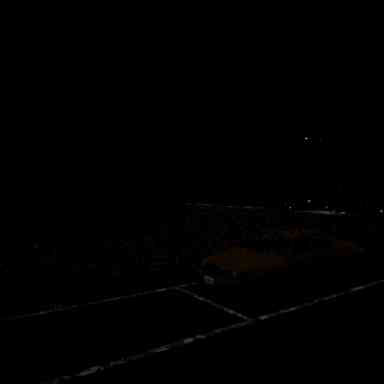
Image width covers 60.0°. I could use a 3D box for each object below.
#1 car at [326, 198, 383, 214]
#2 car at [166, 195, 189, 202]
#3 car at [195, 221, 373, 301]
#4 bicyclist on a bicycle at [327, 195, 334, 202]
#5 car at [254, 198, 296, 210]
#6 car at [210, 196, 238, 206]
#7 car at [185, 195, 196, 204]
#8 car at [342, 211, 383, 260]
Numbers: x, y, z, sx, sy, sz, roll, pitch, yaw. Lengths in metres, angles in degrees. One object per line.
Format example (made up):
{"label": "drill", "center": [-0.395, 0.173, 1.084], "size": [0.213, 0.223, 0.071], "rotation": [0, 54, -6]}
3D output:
{"label": "car", "center": [14.665, 1.341, 30.205], "size": [2.128, 1.511, 4.902], "rotation": [1, 0, -34]}
{"label": "car", "center": [-2.676, 1.160, 61.147], "size": [1.895, 1.301, 4.718], "rotation": [1, 0, -34]}
{"label": "car", "center": [2.336, 1.526, 8.332], "size": [4.829, 1.417, 1.752], "rotation": [0, 1, -35]}
{"label": "bicyclist on a bicycle", "center": [16.271, 1.158, 38.900], "size": [1.656, 1.620, 0.582], "rotation": [0, 0, -34]}
{"label": "car", "center": [9.425, 1.367, 37.850], "size": [1.895, 1.301, 4.718], "rotation": [1, 0, -34]}
{"label": "car", "center": [4.301, 1.247, 45.342], "size": [1.994, 1.385, 4.181], "rotation": [1, 0, -34]}
{"label": "car", "center": [-1.295, 1.192, 53.550], "size": [1.895, 1.301, 4.718], "rotation": [1, 0, -34]}
{"label": "car", "center": [7.096, 1.547, 11.637], "size": [4.507, 1.381, 1.887], "rotation": [0, 1, -35]}
